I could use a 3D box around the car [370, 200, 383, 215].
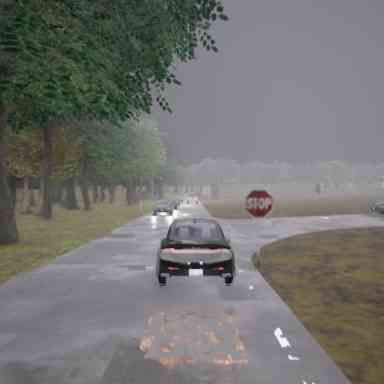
[{"bbox_3d":[14.207,0.724,21.606,4.892,1.490,1.837,-3,1,1],"label":"car"}]

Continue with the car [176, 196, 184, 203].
[{"bbox_3d":[-2.837,1.603,54.879,2.033,1.411,5.357,0,0,0],"label":"car"}]

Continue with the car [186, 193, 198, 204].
[{"bbox_3d":[0.093,1.292,65.394,2.150,2.045,5.566,0,0,0],"label":"car"}]

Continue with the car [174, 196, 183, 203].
[{"bbox_3d":[-2.758,1.592,69.207,1.812,1.442,4.674,0,0,0],"label":"car"}]

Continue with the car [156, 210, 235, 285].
[{"bbox_3d":[0.085,1.492,9.480,2.128,1.511,4.902,0,0,0],"label":"car"}]

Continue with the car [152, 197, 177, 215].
[{"bbox_3d":[-2.851,1.526,33.949,1.837,1.490,4.892,0,0,0],"label":"car"}]

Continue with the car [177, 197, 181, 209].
[{"bbox_3d":[-2.842,1.636,44.029,1.895,1.301,4.718,0,0,0],"label":"car"}]
